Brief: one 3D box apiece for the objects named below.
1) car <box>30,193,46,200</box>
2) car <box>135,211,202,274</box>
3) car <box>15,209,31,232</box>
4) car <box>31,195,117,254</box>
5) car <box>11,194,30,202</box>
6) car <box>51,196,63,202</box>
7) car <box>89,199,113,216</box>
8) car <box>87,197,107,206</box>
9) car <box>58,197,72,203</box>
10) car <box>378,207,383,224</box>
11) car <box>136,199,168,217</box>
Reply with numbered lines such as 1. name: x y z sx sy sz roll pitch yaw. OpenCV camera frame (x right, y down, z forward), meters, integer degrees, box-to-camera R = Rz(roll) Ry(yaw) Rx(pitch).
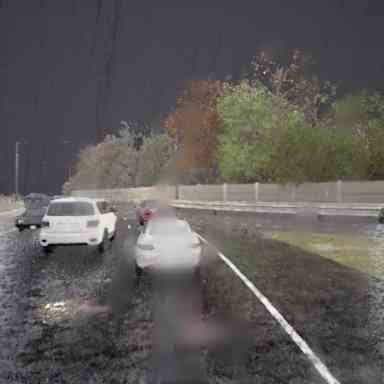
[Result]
1. car: -37.311 1.317 78.538 5.566 2.045 2.150 0 0 41
2. car: -0.769 1.548 10.580 1.812 1.442 4.674 0 0 -5
3. car: -9.269 1.672 20.673 1.895 1.301 4.718 0 0 -11
4. car: -4.482 1.263 13.901 2.150 2.045 5.566 0 0 -6
5. car: -39.727 1.622 76.008 4.902 1.511 2.128 0 0 41
6. car: -32.703 1.603 80.534 1.812 1.442 4.674 0 0 -33
7. car: -9.667 1.590 35.199 2.128 1.511 4.902 0 0 -19
8. car: -16.654 1.657 57.953 2.128 1.511 4.902 0 0 -31
9. car: -28.707 1.764 75.013 1.812 1.442 4.674 0 0 -36
10. car: 13.840 1.206 19.086 5.566 2.045 2.150 0 0 26
11. car: -3.031 1.408 24.822 2.097 1.767 4.553 0 0 -13
